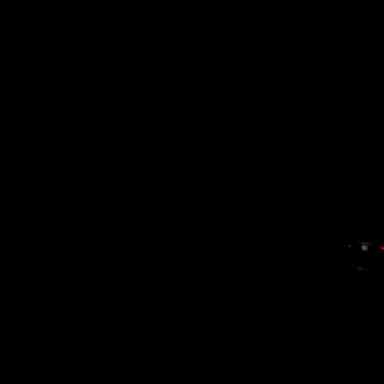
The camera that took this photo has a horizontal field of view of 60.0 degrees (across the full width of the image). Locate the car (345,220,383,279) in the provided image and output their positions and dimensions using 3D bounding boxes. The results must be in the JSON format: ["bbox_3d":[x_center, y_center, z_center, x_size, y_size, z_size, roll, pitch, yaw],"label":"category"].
[{"bbox_3d":[6.652,1.518,8.830,4.553,1.767,2.097,1,-2,-2],"label":"car"}]
